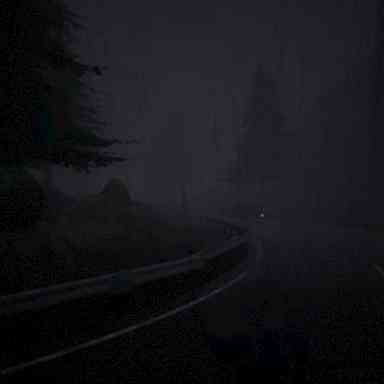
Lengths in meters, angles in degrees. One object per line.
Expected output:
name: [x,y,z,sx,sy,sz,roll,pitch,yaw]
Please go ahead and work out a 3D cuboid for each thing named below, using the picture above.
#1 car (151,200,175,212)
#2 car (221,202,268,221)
car: [-3.902,1.696,41.876,1.882,1.535,5.008,0,0,-30]
car: [4.278,1.582,27.823,1.837,1.490,4.892,0,-1,-29]
